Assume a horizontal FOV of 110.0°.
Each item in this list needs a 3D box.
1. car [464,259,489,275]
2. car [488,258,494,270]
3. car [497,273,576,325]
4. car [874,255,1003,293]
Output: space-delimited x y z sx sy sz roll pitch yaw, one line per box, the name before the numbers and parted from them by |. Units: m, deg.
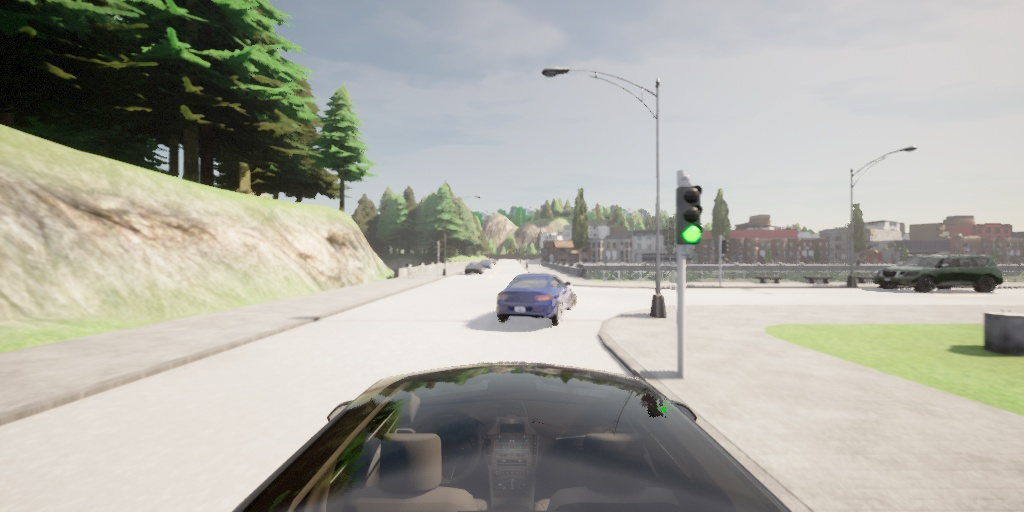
car | -4.087 1.320 39.682 2.033 1.411 5.357 0 0 0
car | -4.065 1.306 53.705 1.812 1.442 4.674 0 0 0
car | 0.904 1.281 11.939 1.812 1.442 4.674 -1 0 17
car | 23.980 0.981 20.280 5.566 2.045 2.150 0 0 0
